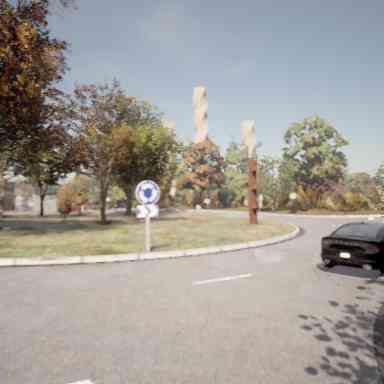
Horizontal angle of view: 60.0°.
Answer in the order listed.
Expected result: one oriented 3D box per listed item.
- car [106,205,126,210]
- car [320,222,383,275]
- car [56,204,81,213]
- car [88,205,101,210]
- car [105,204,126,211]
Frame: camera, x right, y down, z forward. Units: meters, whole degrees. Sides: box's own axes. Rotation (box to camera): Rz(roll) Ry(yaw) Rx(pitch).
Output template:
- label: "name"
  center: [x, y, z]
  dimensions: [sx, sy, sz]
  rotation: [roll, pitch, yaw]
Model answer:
- label: "car"
  center: [-19.486, 4.046, 87.464]
  dimensions: [4.892, 1.521, 2.231]
  rotation: [-1, -4, -26]
- label: "car"
  center: [6.258, 1.781, 11.700]
  dimensions: [1.882, 1.535, 5.008]
  rotation: [0, -1, 43]
- label: "car"
  center: [-21.416, 2.800, 57.630]
  dimensions: [4.181, 1.385, 1.994]
  rotation: [-1, 0, -15]
- label: "car"
  center: [-24.558, 4.125, 85.250]
  dimensions: [1.882, 1.535, 5.008]
  rotation: [-1, -4, -26]
- label: "car"
  center: [-20.668, 4.238, 89.946]
  dimensions: [5.008, 1.535, 2.097]
  rotation: [-1, -4, -26]
